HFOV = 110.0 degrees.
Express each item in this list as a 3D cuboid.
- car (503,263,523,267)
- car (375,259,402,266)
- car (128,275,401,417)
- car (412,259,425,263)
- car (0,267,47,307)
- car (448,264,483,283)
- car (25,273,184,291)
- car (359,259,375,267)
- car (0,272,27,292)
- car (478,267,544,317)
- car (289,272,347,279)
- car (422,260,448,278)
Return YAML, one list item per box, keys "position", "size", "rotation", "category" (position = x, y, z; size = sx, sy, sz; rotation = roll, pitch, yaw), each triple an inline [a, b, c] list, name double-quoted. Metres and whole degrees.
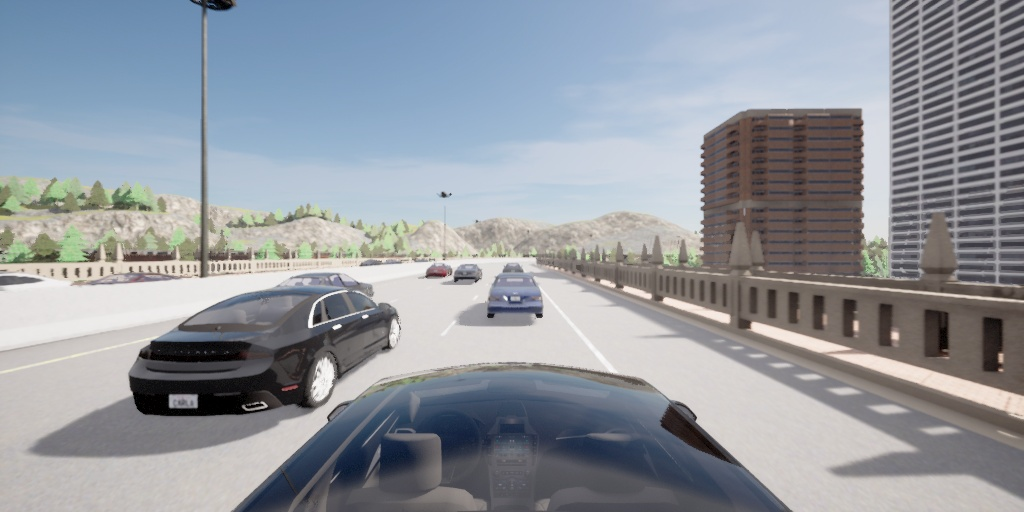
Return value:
- position: [0.103, 1.325, 34.337]
  size: [1.994, 1.385, 4.181]
  rotation: [0, 0, 0]
  category: "car"
- position: [-17.564, 1.258, 52.280]
  size: [2.128, 1.511, 4.902]
  rotation: [0, 0, 0]
  category: "car"
- position: [-3.399, 1.256, 6.131]
  size: [1.837, 1.490, 4.892]
  rotation: [0, 0, 0]
  category: "car"
- position: [-14.048, 1.272, 55.266]
  size: [1.837, 1.490, 4.892]
  rotation: [0, 0, 1]
  category: "car"
- position: [-21.098, 1.230, 13.022]
  size: [1.882, 1.535, 5.008]
  rotation: [0, 0, 0]
  category: "car"
- position: [-3.397, 1.306, 28.309]
  size: [2.033, 1.411, 5.357]
  rotation: [0, 0, 0]
  category: "car"
- position: [-14.098, 1.317, 13.259]
  size: [1.994, 1.385, 4.181]
  rotation: [0, 0, 0]
  category: "car"
- position: [-21.056, 1.271, 53.524]
  size: [1.837, 1.490, 4.892]
  rotation: [0, 0, 0]
  category: "car"
- position: [-17.599, 1.278, 11.802]
  size: [1.812, 1.442, 4.674]
  rotation: [0, 0, 0]
  category: "car"
- position: [0.102, 1.301, 13.053]
  size: [2.033, 1.411, 5.357]
  rotation: [0, 0, 0]
  category: "car"
- position: [-6.898, 1.301, 13.184]
  size: [2.033, 1.411, 5.357]
  rotation: [0, 0, 0]
  category: "car"
- position: [-6.896, 1.325, 34.409]
  size: [1.994, 1.385, 4.181]
  rotation: [0, 0, 0]
  category: "car"
